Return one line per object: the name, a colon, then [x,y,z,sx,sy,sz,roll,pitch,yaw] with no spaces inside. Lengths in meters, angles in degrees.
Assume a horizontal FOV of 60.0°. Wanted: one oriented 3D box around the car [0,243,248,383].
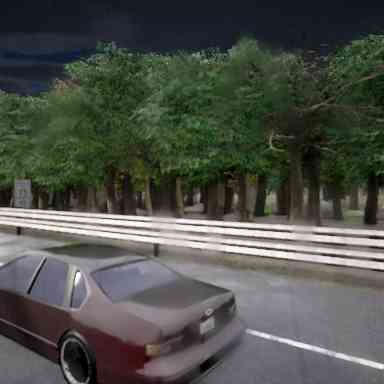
car: [-1.855,1.555,5.218,5.357,1.411,2.033,0,0,36]
